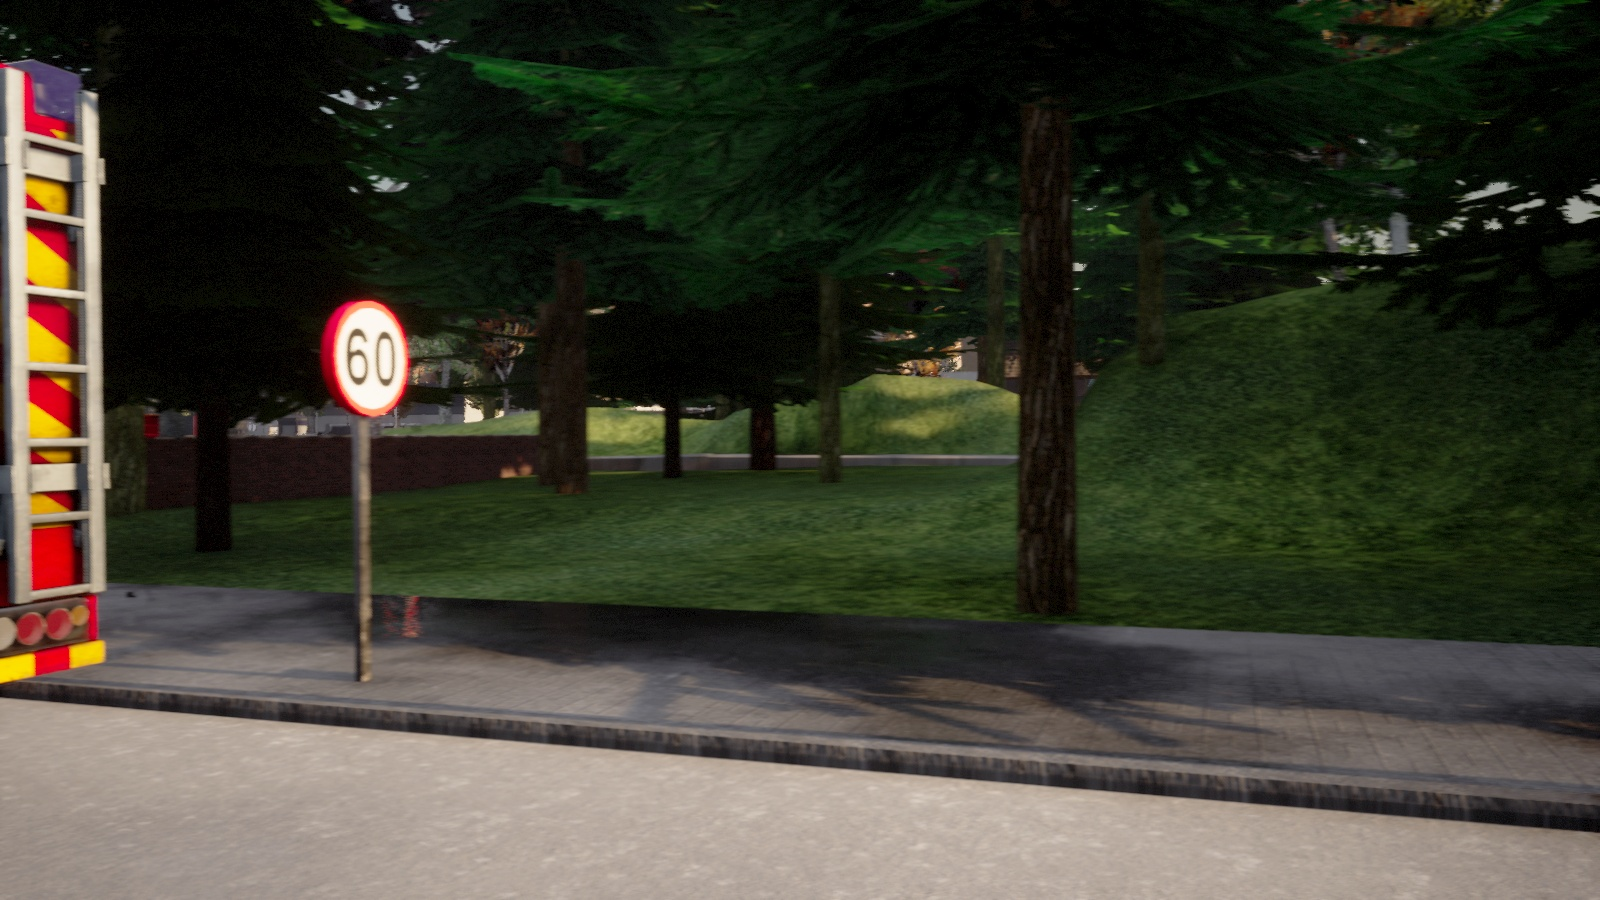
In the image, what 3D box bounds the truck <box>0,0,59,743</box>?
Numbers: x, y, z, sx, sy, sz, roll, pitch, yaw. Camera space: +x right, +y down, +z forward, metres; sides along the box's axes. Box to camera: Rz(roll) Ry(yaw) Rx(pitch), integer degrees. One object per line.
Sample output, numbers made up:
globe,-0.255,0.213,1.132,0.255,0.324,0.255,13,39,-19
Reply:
truck,-8.351,-0.453,6.510,8.468,3.827,2.891,0,1,19
